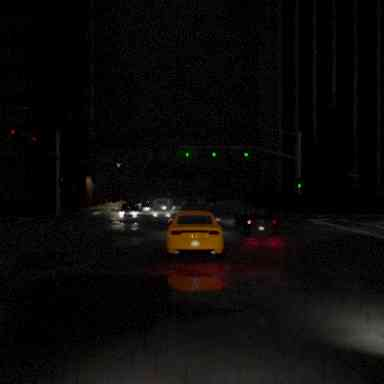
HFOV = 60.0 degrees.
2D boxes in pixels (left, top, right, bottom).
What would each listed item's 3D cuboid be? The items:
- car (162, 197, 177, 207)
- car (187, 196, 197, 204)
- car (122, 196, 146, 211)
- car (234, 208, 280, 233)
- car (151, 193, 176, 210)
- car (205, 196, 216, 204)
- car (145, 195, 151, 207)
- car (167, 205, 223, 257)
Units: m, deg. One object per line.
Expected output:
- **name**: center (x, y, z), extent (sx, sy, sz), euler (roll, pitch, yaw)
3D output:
- **car**: center (-3.503, 1.527, 52.022), extent (1.994, 1.385, 4.181), euler (0, 0, 0)
- **car**: center (0.006, 1.519, 63.772), extent (1.994, 1.385, 4.181), euler (0, 0, 0)
- **car**: center (-7.082, 1.476, 39.709), extent (1.837, 1.490, 4.892), euler (0, 0, 0)
- **car**: center (3.603, 1.587, 19.436), extent (1.895, 1.301, 4.718), euler (0, 0, 0)
- **car**: center (-3.567, 1.191, 42.662), extent (2.150, 2.045, 5.566), euler (0, 0, 0)
- **car**: center (3.506, 1.459, 63.232), extent (1.837, 1.490, 4.892), euler (0, 0, 0)
- **car**: center (-7.033, 1.317, 48.896), extent (2.097, 1.767, 4.553), euler (0, 0, 1)
- **car**: center (0.101, 1.468, 12.924), extent (1.882, 1.535, 5.008), euler (0, 0, 0)
